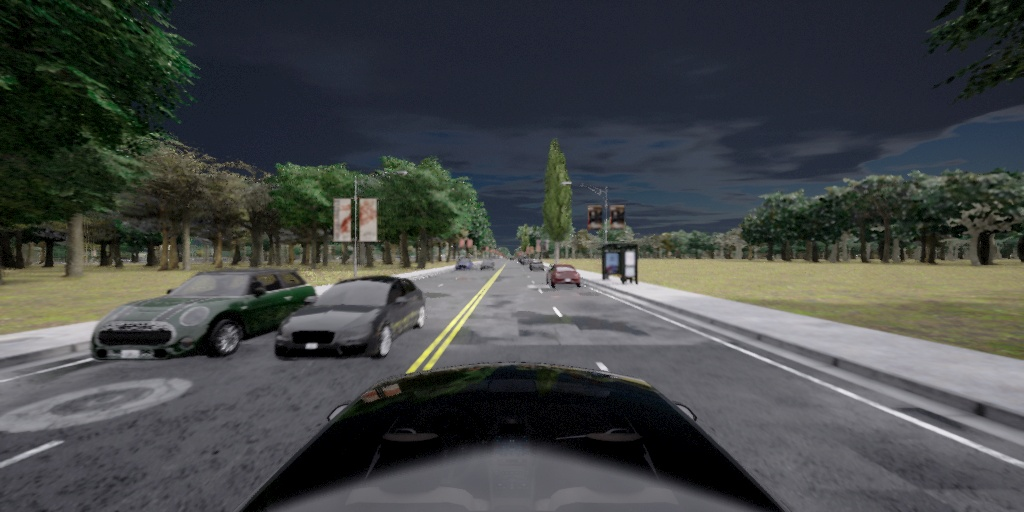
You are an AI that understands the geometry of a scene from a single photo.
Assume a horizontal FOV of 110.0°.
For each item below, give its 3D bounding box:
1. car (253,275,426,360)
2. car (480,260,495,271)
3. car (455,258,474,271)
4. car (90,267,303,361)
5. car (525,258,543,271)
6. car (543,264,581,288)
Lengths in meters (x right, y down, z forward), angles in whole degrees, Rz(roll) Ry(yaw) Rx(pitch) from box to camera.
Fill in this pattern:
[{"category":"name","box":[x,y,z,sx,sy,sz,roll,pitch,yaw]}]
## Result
[{"category":"car","box":[-3.352,1.255,8.425,1.837,1.490,4.892,0,0,0]},{"category":"car","box":[-3.338,1.263,49.612,1.837,1.490,4.892,0,0,0]},{"category":"car","box":[-6.584,1.111,49.971,2.097,1.767,4.553,0,0,0]},{"category":"car","box":[-6.601,1.102,8.445,2.097,1.767,4.553,0,0,0]},{"category":"car","box":[3.338,1.249,49.685,2.128,1.511,4.902,0,0,0]},{"category":"car","box":[3.346,1.277,23.772,1.812,1.442,4.674,0,0,0]}]
